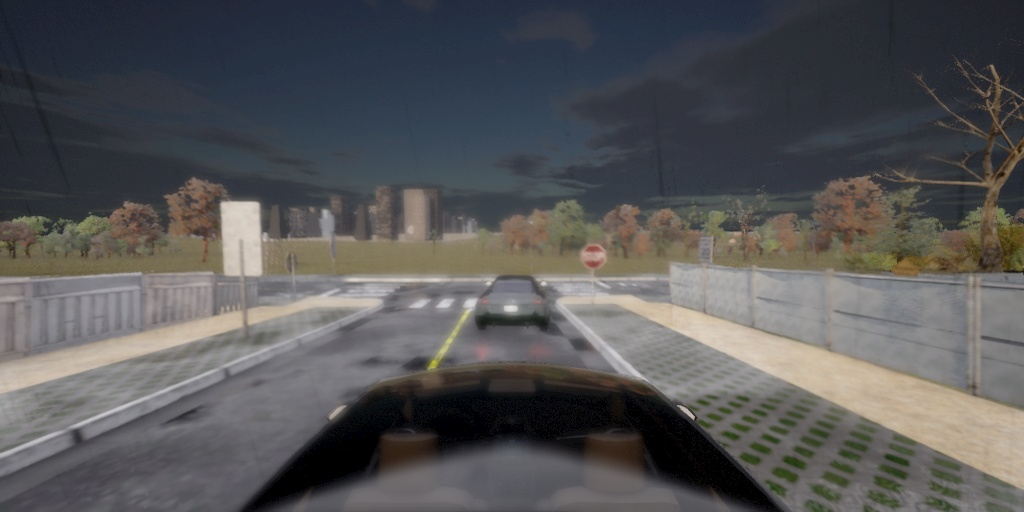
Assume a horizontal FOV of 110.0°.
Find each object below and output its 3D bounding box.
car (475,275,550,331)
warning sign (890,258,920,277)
[{"bbox_3d":[0.120,1.259,10.865,1.994,1.385,4.181,0,0,4],"label":"car"},{"bbox_3d":[19.817,1.022,18.140,1.060,1.860,1.300,0,0,-3],"label":"warning sign"}]
